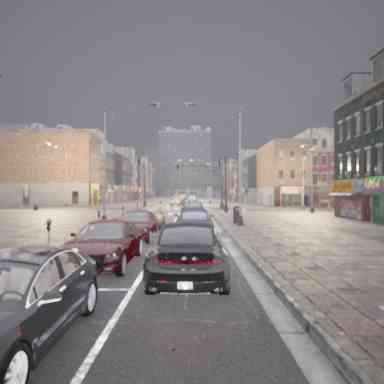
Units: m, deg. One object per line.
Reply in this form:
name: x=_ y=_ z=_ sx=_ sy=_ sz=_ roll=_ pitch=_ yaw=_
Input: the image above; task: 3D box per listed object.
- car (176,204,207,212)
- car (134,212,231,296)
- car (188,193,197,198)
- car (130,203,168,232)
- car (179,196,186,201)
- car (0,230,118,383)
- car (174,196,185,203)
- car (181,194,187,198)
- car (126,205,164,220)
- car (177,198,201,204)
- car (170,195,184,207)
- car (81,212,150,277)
car: x=0.110 y=1.523 z=16.377 sx=1.812 sy=1.442 sz=4.674 roll=0 pitch=0 yaw=0
car: x=-0.071 y=1.501 z=8.640 sx=1.837 sy=1.490 sz=4.892 roll=0 pitch=0 yaw=1
car: x=0.092 y=1.338 z=83.336 sx=2.150 sy=2.045 sz=5.566 roll=0 pitch=0 yaw=0
car: x=-2.611 y=1.524 z=21.098 sx=1.752 sy=1.417 sz=4.829 roll=0 pitch=0 yaw=0
car: x=-2.535 y=1.690 z=91.334 sx=1.887 sy=1.381 sz=4.507 roll=0 pitch=0 yaw=0
car: x=-2.628 y=1.548 z=4.786 sx=2.008 sy=1.369 sz=4.403 roll=0 pitch=0 yaw=0
car: x=-2.559 y=1.631 z=69.558 sx=2.008 sy=1.369 sz=4.403 roll=0 pitch=0 yaw=0
car: x=-2.569 y=1.368 z=58.669 sx=2.192 sy=1.841 sz=5.009 roll=0 pitch=0 yaw=0
car: x=-2.616 y=1.541 z=15.775 sx=1.887 sy=1.381 sz=4.507 roll=0 pitch=0 yaw=0
car: x=0.052 y=1.481 z=26.646 sx=1.882 sy=1.535 sz=5.008 roll=0 pitch=0 yaw=0
car: x=-2.576 y=1.567 z=53.056 sx=1.752 sy=1.417 sz=4.829 roll=0 pitch=0 yaw=0
car: x=-2.622 y=1.541 z=10.280 sx=1.887 sy=1.381 sz=4.507 roll=0 pitch=0 yaw=0
